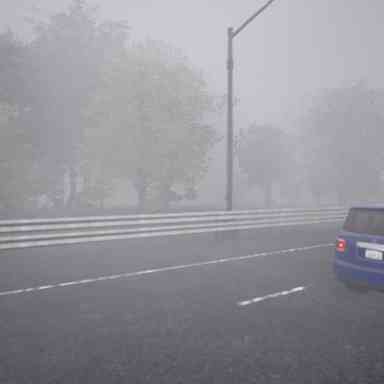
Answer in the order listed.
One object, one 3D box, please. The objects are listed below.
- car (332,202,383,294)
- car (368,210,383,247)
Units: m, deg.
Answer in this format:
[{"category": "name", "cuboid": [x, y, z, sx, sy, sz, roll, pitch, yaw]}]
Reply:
[{"category": "car", "cuboid": [5.517, 1.246, 7.598, 5.566, 2.045, 2.150, 0, 0, -35]}, {"category": "car", "cuboid": [10.158, 1.553, 15.028, 4.892, 1.490, 1.837, 0, 0, -34]}]
